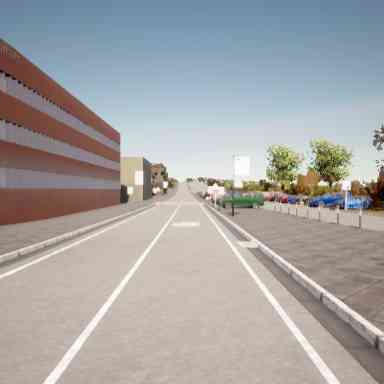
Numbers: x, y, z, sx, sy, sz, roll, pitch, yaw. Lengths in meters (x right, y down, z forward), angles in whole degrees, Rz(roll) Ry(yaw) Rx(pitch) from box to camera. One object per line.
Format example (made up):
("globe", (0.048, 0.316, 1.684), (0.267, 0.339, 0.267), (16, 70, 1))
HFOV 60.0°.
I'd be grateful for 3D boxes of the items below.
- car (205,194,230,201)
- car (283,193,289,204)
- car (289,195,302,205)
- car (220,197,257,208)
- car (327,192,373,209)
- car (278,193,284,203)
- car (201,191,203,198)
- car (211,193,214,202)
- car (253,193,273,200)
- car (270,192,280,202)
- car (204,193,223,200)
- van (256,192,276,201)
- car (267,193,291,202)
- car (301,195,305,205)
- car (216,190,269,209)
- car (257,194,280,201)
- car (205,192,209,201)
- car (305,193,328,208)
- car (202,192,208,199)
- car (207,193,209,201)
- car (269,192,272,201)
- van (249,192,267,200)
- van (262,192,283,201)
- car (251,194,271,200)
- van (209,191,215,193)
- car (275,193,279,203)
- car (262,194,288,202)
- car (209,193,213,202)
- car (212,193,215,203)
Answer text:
("car", (5.696, 1.286, 75.026), (5.366, 1.575, 1.946), (0, 0, -1))
("car", (18.446, 1.322, 55.564), (5.008, 1.535, 2.097), (0, 0, -1))
("car", (18.501, 1.328, 52.740), (4.892, 1.521, 2.231), (0, 0, -1))
("car", (6.099, 1.376, 43.944), (4.674, 1.452, 2.002), (0, 0, -1))
("car", (18.716, 1.204, 38.615), (4.553, 1.767, 2.185), (0, 1, -1))
("car", (18.393, 1.318, 58.387), (5.008, 1.535, 2.097), (0, 0, -1))
("car", (5.485, 1.033, 77.848), (5.566, 2.045, 2.435), (0, 0, -1))
("car", (5.889, 1.363, 55.246), (4.674, 1.452, 2.002), (0, 0, -1))
("car", (17.883, 1.148, 83.918), (4.553, 1.767, 2.185), (0, 0, -1))
("car", (18.292, 1.308, 64.158), (5.008, 1.535, 2.097), (0, 0, -1))
("car", (5.381, 1.149, 83.498), (4.553, 1.767, 2.185), (0, 0, -1))
("van", (18.087, 1.053, 80.974), (4.442, 1.987, 1.878), (0, 0, -1))
("car", (18.211, 1.172, 69.804), (4.553, 1.767, 2.185), (0, 0, -1))
("car", (18.623, 1.335, 47.095), (4.892, 1.521, 2.231), (0, 0, -1))
("car", (6.127, 1.086, 41.119), (5.566, 2.045, 2.435), (0, 0, -1))
("car", (18.029, 1.285, 78.148), (4.892, 1.521, 2.231), (0, 0, -1))
("car", (5.857, 1.300, 66.550), (5.366, 1.575, 1.946), (0, 0, -1))
("car", (18.640, 1.085, 44.394), (5.566, 2.045, 2.435), (0, 0, -1))
("car", (5.432, 1.296, 69.368), (5.366, 1.575, 1.946), (0, 0, -1))
("car", (5.723, 1.348, 63.722), (4.674, 1.452, 2.002), (0, 0, -1))
("car", (18.229, 1.303, 66.981), (5.008, 1.535, 2.097), (0, 0, -1))
("van", (17.692, 1.038, 89.439), (4.442, 1.987, 1.878), (0, 0, -1))
("van", (18.191, 1.062, 75.325), (4.442, 1.987, 1.878), (0, 0, -1))
("car", (17.895, 1.299, 86.617), (4.792, 1.488, 2.163), (0, 0, -1))
("van", (5.896, 1.087, 60.898), (4.442, 1.987, 1.878), (0, 0, -1))
("car", (18.373, 1.342, 61.211), (4.792, 1.488, 2.163), (0, 0, -1))
("car", (18.132, 1.293, 72.627), (5.008, 1.535, 2.097), (0, 0, -1))
("car", (5.804, 1.348, 58.071), (4.792, 1.488, 2.163), (0, 0, -1))
("car", (5.938, 1.368, 52.421), (4.674, 1.452, 2.002), (0, 0, -1))
